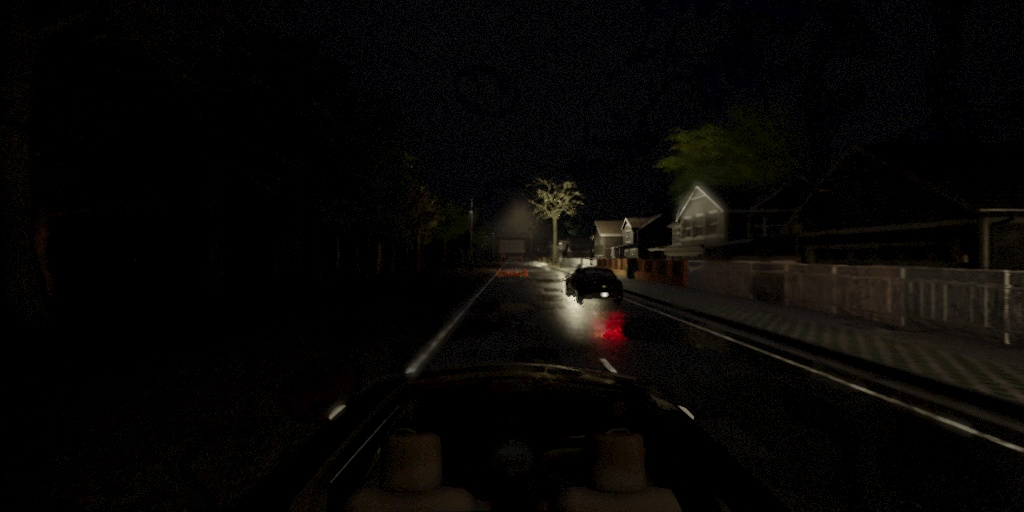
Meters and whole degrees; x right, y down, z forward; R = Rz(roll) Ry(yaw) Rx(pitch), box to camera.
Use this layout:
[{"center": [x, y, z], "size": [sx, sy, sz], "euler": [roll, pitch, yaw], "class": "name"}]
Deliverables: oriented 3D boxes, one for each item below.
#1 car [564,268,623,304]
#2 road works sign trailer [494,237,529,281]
[{"center": [3.600, 1.259, 16.342], "size": [1.837, 1.490, 4.892], "euler": [0, 0, 0], "class": "car"}, {"center": [0.001, 0.227, 29.645], "size": [2.380, 3.560, 2.880], "euler": [0, 0, 0], "class": "road works sign trailer"}]
